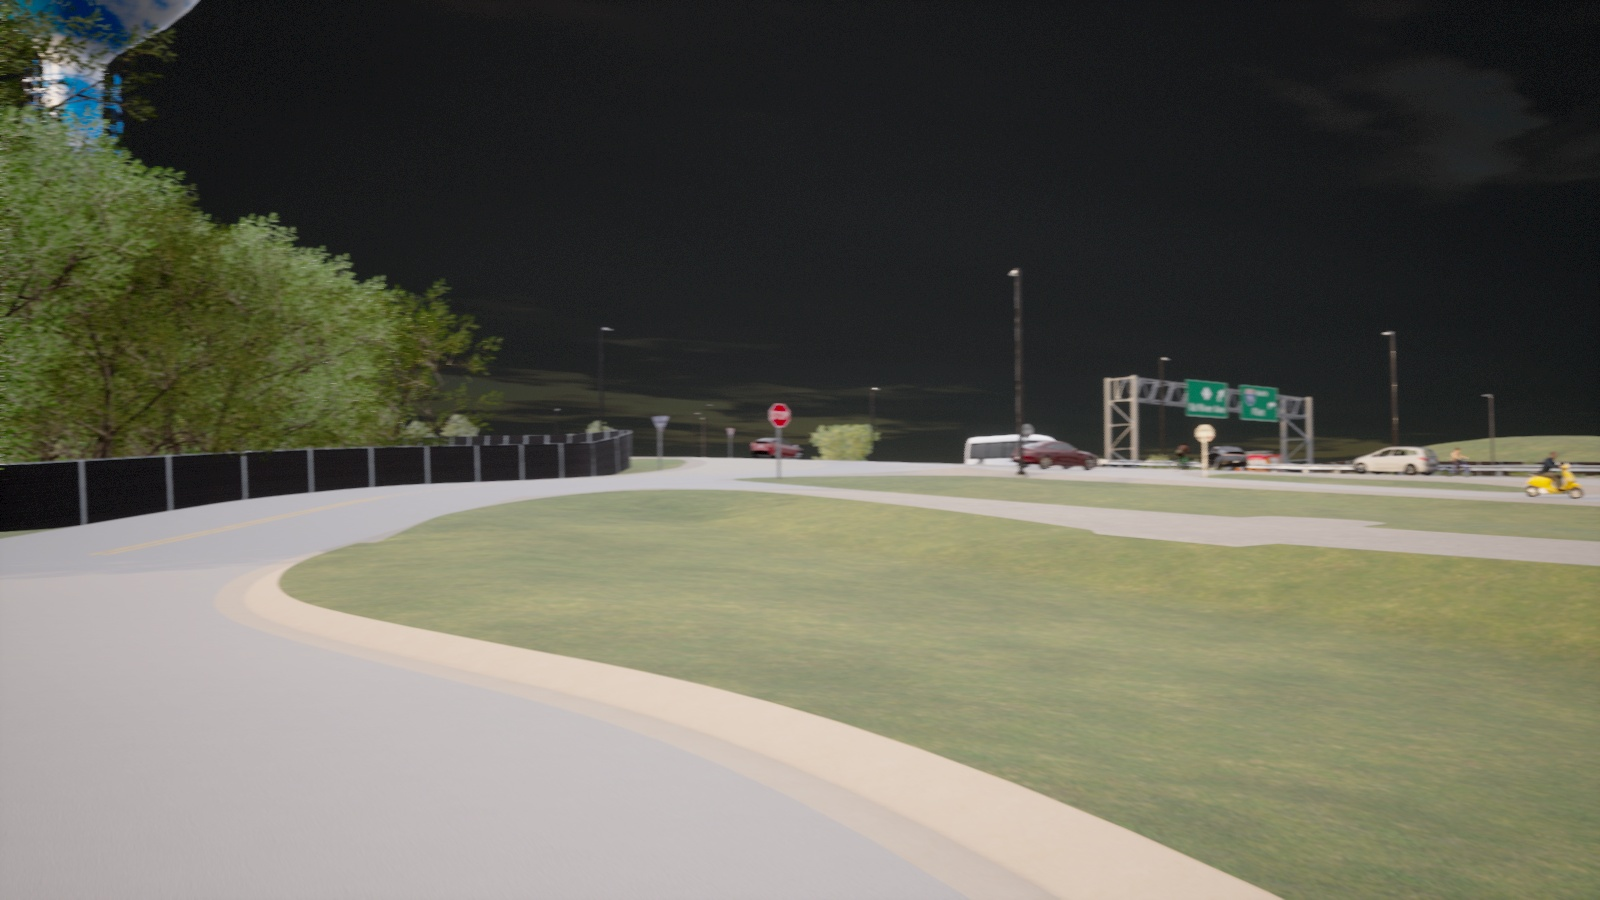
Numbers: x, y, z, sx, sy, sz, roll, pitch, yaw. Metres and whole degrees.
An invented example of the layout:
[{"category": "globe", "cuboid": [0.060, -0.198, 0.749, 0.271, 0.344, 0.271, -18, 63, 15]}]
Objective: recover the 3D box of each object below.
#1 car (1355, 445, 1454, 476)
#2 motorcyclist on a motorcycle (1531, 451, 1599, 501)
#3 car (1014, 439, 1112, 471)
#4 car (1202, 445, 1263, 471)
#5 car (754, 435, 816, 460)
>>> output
[{"category": "car", "cuboid": [35.121, 0.580, 73.036, 2.242, 1.667, 4.611, 2, 0, -38]}, {"category": "motorcyclist on a motorcycle", "cuboid": [25.450, 0.848, 41.693, 0.866, 1.590, 1.817, 2, 0, -39]}, {"category": "car", "cuboid": [13.119, 0.255, 62.635, 4.674, 1.442, 1.812, 2, 1, -29]}, {"category": "car", "cuboid": [26.539, 0.499, 77.224, 2.128, 1.511, 4.902, 2, -1, 2]}, {"category": "car", "cuboid": [-0.986, -0.140, 85.867, 2.007, 1.525, 4.514, 1, -2, 32]}]
